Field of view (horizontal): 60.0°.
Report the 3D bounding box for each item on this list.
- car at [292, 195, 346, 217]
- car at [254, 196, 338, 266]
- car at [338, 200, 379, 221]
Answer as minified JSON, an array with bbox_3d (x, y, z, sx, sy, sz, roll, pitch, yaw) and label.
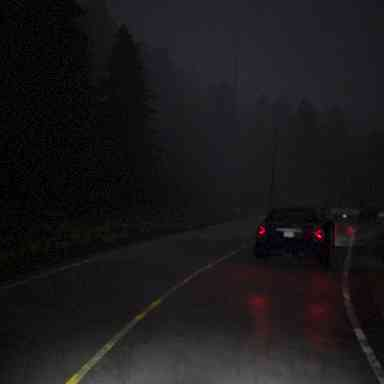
[{"bbox_3d":[10.591,1.084,27.553,5.008,1.535,1.882,0,1,-40],"label":"car"},{"bbox_3d":[3.631,1.186,11.278,2.097,1.767,4.553,1,1,25],"label":"car"},{"bbox_3d":[11.703,1.278,23.698,1.895,1.301,4.718,1,1,44],"label":"car"}]
